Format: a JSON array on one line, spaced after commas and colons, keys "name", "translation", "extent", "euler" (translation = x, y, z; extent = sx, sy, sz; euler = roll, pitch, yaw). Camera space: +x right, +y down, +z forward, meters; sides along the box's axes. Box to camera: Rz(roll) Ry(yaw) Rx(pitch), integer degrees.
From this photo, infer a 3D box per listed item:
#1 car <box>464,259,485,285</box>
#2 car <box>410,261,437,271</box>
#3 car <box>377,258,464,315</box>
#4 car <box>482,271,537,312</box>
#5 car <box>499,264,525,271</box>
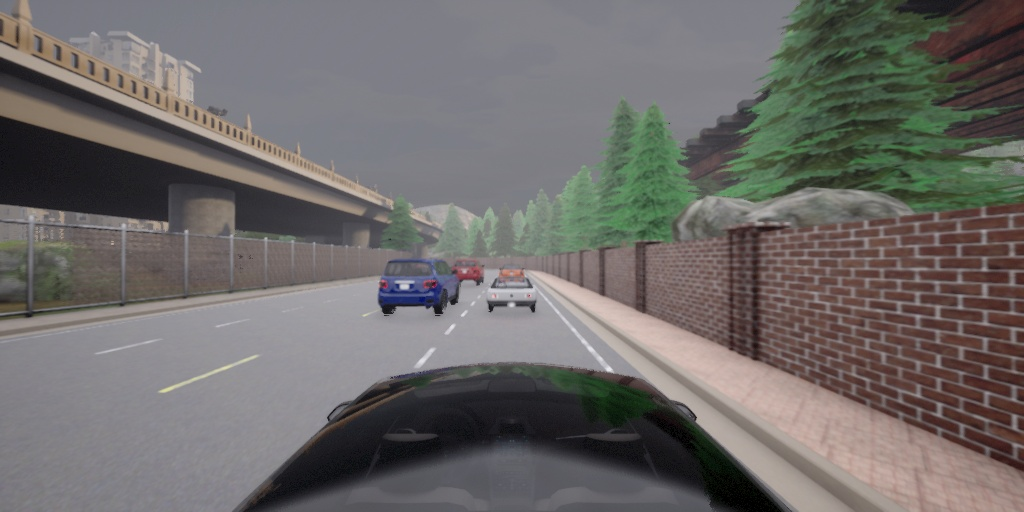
[{"name": "car", "translation": [-3.526, 1.281, 29.425], "extent": [2.150, 2.045, 5.566], "euler": [0, 0, 0]}, {"name": "car", "translation": [-15.662, 1.784, 63.519], "extent": [4.553, 1.767, 2.097], "euler": [0, -1, 35]}, {"name": "car", "translation": [-3.504, 1.115, 14.413], "extent": [2.150, 2.045, 5.566], "euler": [0, 0, 0]}, {"name": "car", "translation": [0.005, 1.499, 15.108], "extent": [1.895, 1.301, 4.718], "euler": [0, -1, 0]}, {"name": "car", "translation": [-0.014, 1.417, 30.285], "extent": [2.097, 1.767, 4.553], "euler": [0, -1, 0]}]
